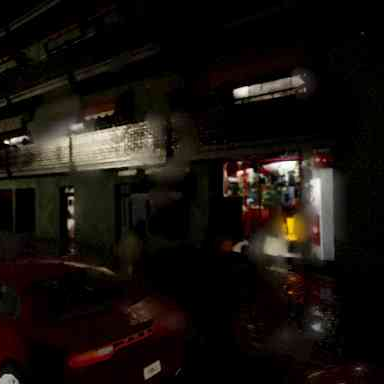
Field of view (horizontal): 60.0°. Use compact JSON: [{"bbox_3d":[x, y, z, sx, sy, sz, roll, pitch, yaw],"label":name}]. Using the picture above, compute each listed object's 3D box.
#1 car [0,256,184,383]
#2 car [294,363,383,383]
[{"bbox_3d":[-2.191,1.547,4.455,4.507,1.381,1.887,0,-1,36],"label":"car"},{"bbox_3d":[2.446,1.545,1.147,4.507,1.381,1.887,0,-1,36],"label":"car"}]
